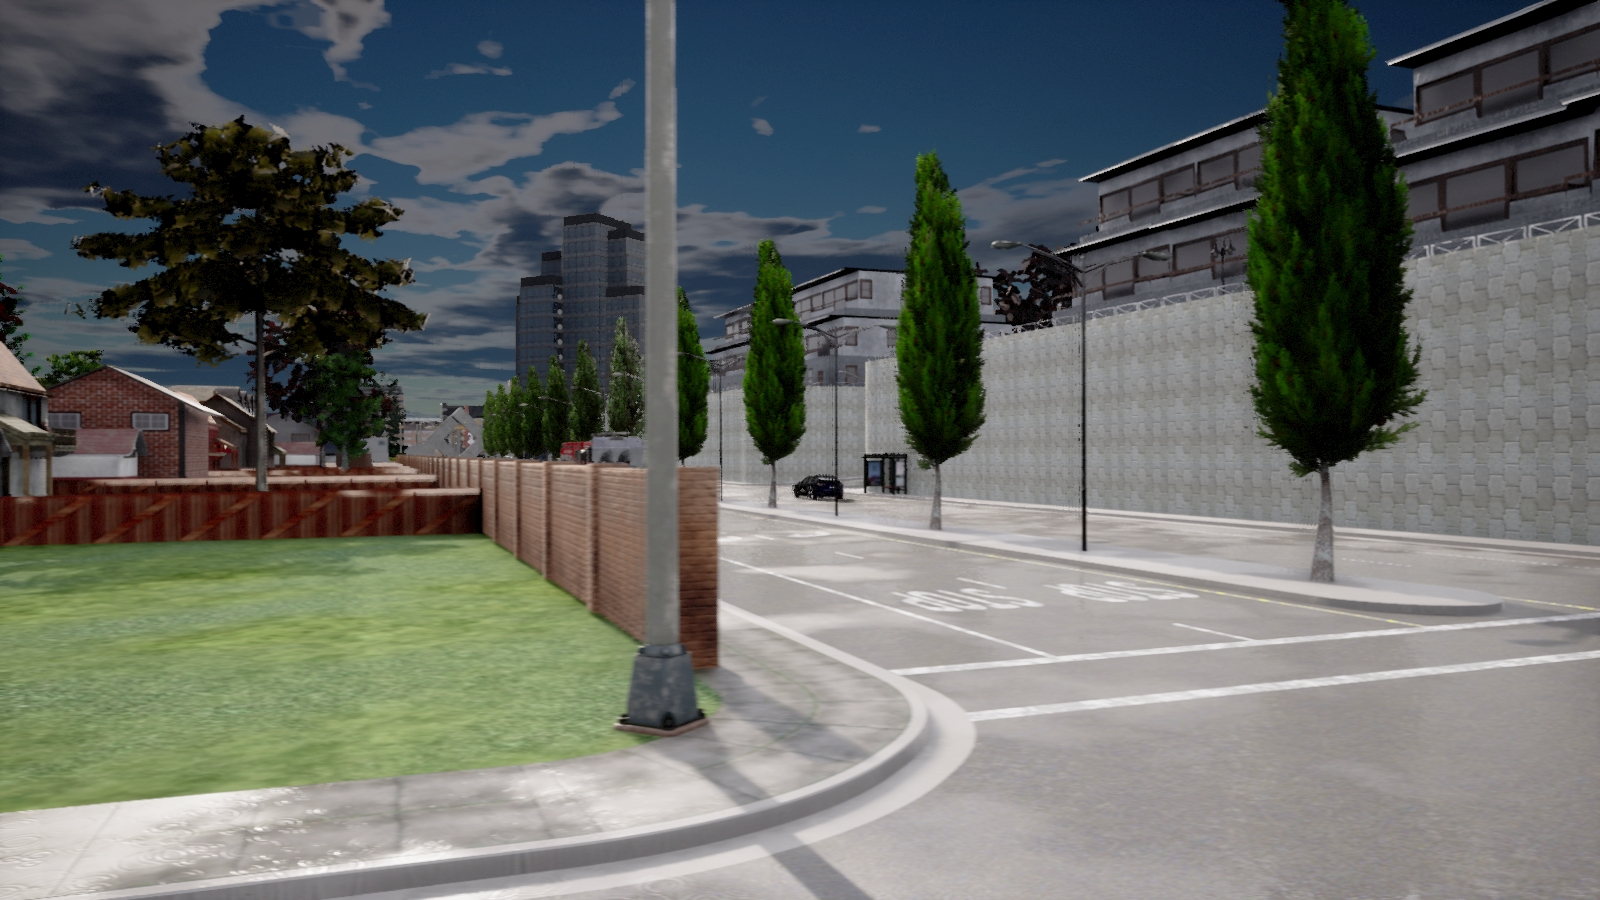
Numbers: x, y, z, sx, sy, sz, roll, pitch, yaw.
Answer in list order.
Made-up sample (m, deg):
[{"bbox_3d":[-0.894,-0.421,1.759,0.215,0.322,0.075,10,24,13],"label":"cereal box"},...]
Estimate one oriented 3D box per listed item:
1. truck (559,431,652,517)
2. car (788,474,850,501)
[{"bbox_3d":[-9.547,1.076,55.273,2.891,3.827,8.468,0,0,-21],"label":"truck"},{"bbox_3d":[1.108,2.259,69.642,2.163,1.488,4.792,0,0,-20],"label":"car"}]
